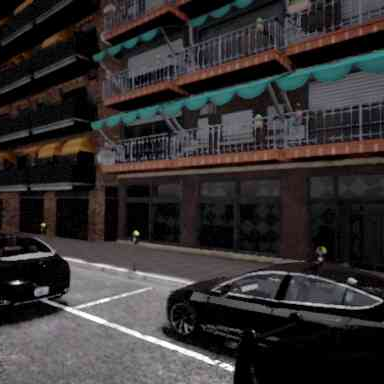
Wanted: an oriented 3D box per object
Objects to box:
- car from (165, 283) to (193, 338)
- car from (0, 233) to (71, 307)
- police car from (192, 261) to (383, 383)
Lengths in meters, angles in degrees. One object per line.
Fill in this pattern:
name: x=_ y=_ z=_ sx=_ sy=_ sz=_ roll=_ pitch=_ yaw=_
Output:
car: x=1.516 y=1.812 z=5.405 sx=4.313 sy=1.339 sz=1.947 roll=-1 pitch=-3 yaw=38
car: x=-4.913 y=1.778 z=8.155 sx=4.892 sy=1.490 sz=1.837 roll=-1 pitch=-3 yaw=38
police car: x=2.457 y=1.542 z=1.832 sx=1.930 sy=1.638 sz=5.238 roll=3 pitch=-3 yaw=-40
